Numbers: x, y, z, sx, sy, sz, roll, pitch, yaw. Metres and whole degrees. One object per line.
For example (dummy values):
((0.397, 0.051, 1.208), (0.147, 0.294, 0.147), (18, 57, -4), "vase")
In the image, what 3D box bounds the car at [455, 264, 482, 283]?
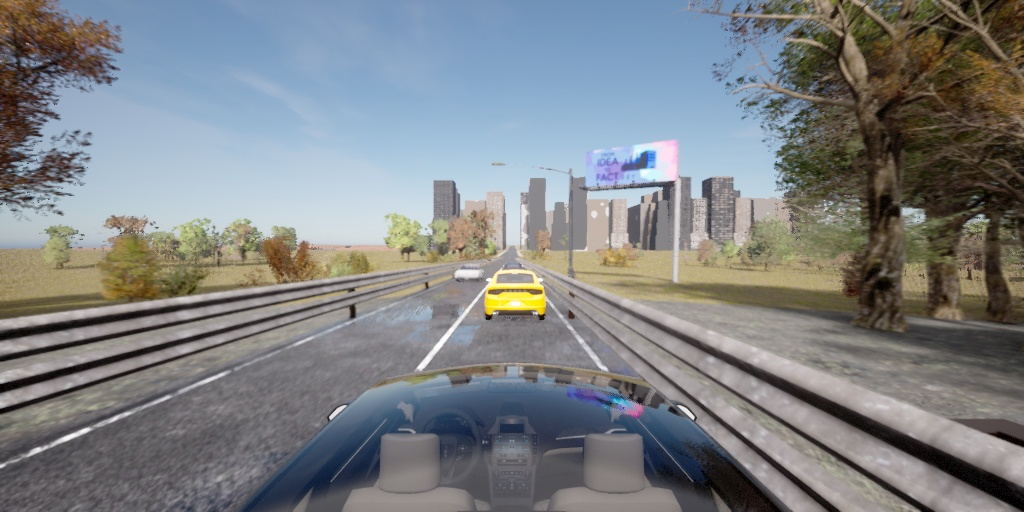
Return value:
((-3.306, 1.343, 28.420), (1.895, 1.301, 4.718), (0, 0, 1), "car")

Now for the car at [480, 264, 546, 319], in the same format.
((0.100, 1.224, 12.803), (1.882, 1.535, 5.008), (0, 0, 0), "car")
